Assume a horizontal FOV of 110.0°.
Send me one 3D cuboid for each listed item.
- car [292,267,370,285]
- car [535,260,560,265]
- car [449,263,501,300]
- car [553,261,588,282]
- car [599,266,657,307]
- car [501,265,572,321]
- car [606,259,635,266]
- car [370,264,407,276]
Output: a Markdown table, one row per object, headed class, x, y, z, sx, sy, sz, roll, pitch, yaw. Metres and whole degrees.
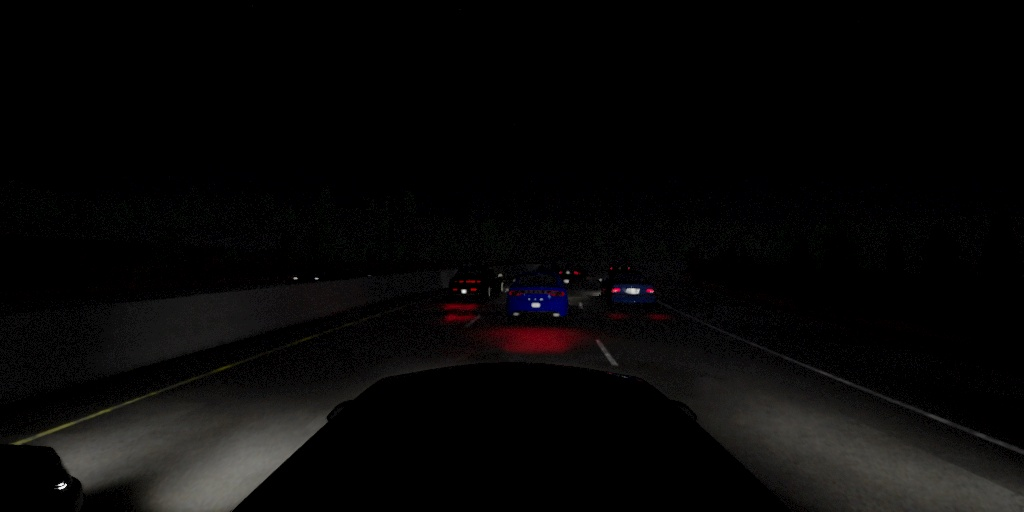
| class | x | y | z | sx | sy | sz | roll | pitch | yaw |
| --- | --- | --- | --- | --- | --- | --- | --- | --- | --- |
| car | -11.575 | 1.395 | 23.034 | 1.895 | 1.301 | 4.718 | 0 | 0 | 12 |
| car | 3.777 | 1.379 | 36.308 | 1.812 | 1.442 | 4.674 | 0 | 0 | 22 |
| car | -1.666 | 1.295 | 18.074 | 1.837 | 1.490 | 4.892 | 0 | 0 | 10 |
| car | 5.293 | 1.381 | 30.695 | 2.033 | 1.411 | 5.357 | 0 | 0 | 20 |
| car | 4.937 | 1.341 | 15.745 | 2.033 | 1.411 | 5.357 | 0 | 0 | 10 |
| car | 0.997 | 1.257 | 12.696 | 1.882 | 1.535 | 5.008 | 0 | 0 | 7 |
| car | 10.699 | 1.193 | 34.676 | 2.097 | 1.767 | 4.553 | 0 | 0 | 23 |
| car | -12.129 | 1.445 | 34.227 | 1.895 | 1.301 | 4.718 | 0 | 0 | 18 |
